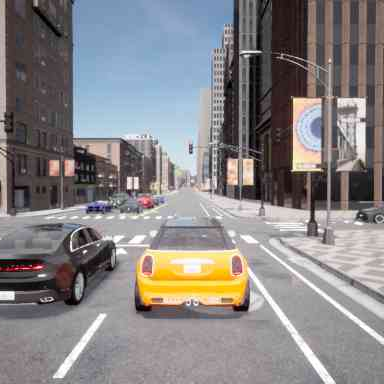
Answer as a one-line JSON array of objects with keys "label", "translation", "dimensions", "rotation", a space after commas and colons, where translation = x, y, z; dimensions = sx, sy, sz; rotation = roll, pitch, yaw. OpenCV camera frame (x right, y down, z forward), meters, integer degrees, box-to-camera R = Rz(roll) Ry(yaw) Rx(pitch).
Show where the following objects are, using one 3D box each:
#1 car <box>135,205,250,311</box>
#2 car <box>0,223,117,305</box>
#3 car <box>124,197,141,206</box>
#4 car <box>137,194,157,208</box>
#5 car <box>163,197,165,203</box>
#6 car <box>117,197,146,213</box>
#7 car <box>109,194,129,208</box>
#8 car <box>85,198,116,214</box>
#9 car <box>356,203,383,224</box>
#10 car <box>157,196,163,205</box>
[{"label": "car", "translation": [0.011, 1.351, 7.897], "dimensions": [2.097, 1.767, 4.553], "rotation": [0, 0, 0]}, {"label": "car", "translation": [-3.153, 1.504, 8.042], "dimensions": [1.837, 1.490, 4.892], "rotation": [0, 0, 0]}, {"label": "car", "translation": [-9.816, 1.592, 55.288], "dimensions": [1.994, 1.385, 4.181], "rotation": [0, 0, 2]}, {"label": "car", "translation": [-6.598, 1.245, 46.007], "dimensions": [2.150, 2.045, 5.566], "rotation": [0, 0, 1]}, {"label": "car", "translation": [-6.530, 1.508, 66.054], "dimensions": [1.882, 1.535, 5.008], "rotation": [0, 0, 1]}, {"label": "car", "translation": [-6.600, 1.580, 36.730], "dimensions": [1.994, 1.385, 4.181], "rotation": [0, 0, 0]}, {"label": "car", "translation": [-9.842, 1.244, 45.330], "dimensions": [2.150, 2.045, 5.566], "rotation": [0, 0, 1]}, {"label": "car", "translation": [-9.849, 1.616, 35.571], "dimensions": [1.895, 1.301, 4.718], "rotation": [0, 0, 0]}, {"label": "car", "translation": [13.987, 1.470, 23.566], "dimensions": [4.181, 1.385, 1.994], "rotation": [0, 1, 0]}, {"label": "car", "translation": [-6.583, 1.592, 55.980], "dimensions": [1.994, 1.385, 4.181], "rotation": [0, 0, 0]}]
